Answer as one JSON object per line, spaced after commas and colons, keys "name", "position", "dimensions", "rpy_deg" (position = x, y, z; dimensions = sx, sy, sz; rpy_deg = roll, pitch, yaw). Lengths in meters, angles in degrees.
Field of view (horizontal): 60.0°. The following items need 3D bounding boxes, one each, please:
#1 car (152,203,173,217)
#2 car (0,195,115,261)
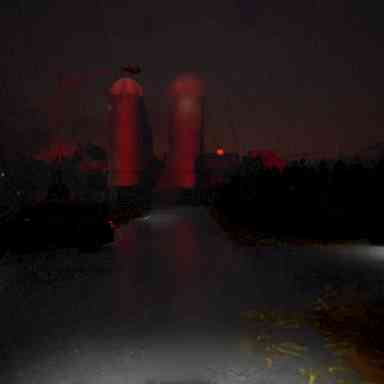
{"name": "car", "position": [-3.083, 1.917, 35.665], "dimensions": [1.994, 1.385, 4.181], "rpy_deg": [0, 0, 0]}
{"name": "car", "position": [-5.562, 1.331, 12.229], "dimensions": [5.566, 2.045, 2.150], "rpy_deg": [1, 3, -42]}
